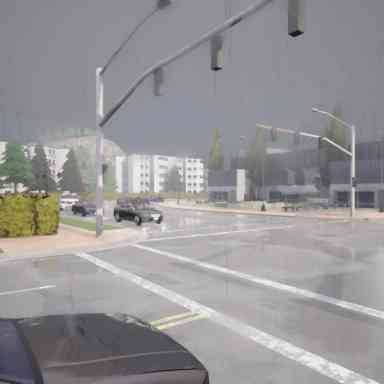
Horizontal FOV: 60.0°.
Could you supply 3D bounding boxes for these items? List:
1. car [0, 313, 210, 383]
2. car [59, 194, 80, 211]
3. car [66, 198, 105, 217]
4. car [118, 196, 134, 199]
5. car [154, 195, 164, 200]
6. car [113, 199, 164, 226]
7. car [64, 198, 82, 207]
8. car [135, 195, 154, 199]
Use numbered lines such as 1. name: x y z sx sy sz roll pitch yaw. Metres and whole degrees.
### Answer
1. car: -2.385 1.547 2.063 5.357 1.411 2.033 0 0 -35
2. car: -15.312 1.221 41.388 2.150 2.045 5.566 0 0 -23
3. car: -10.176 1.547 32.196 2.033 1.411 5.357 0 0 -35
4. car: -12.099 1.491 58.833 2.128 1.511 4.902 0 0 -4
5. car: -7.579 1.354 70.916 2.097 1.767 4.553 0 0 17
6. car: -3.914 1.491 23.805 2.128 1.511 4.902 0 0 -39
7. car: -18.540 1.601 51.972 1.895 1.301 4.718 0 0 -10
8. car: -8.671 1.504 61.150 1.837 1.490 4.892 0 0 -1
